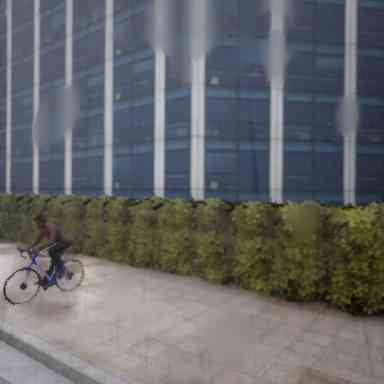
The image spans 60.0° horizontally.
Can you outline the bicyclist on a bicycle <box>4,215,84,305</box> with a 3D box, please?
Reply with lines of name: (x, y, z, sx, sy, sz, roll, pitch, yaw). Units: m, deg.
bicyclist on a bicycle: (-2.808, 1.262, 6.489, 0.582, 1.620, 1.656, 1, 0, 36)
